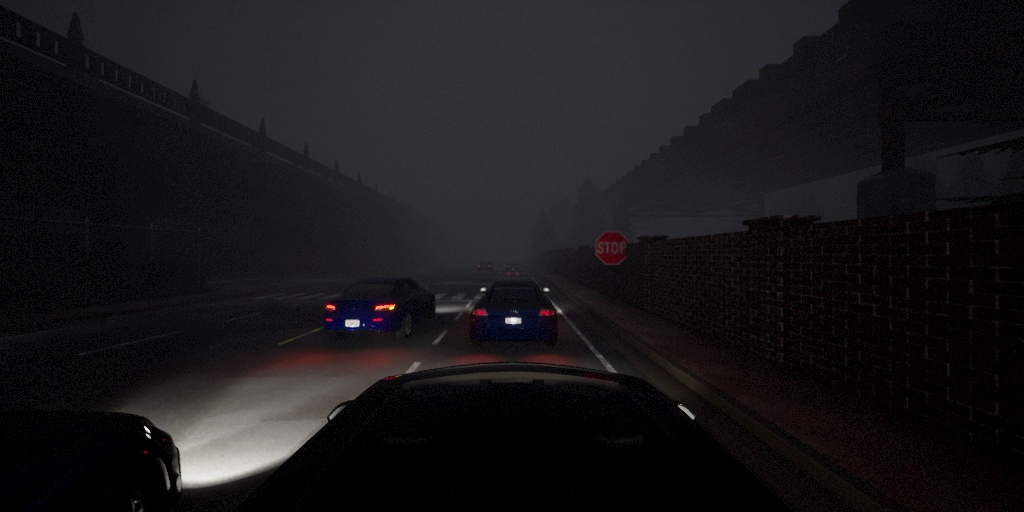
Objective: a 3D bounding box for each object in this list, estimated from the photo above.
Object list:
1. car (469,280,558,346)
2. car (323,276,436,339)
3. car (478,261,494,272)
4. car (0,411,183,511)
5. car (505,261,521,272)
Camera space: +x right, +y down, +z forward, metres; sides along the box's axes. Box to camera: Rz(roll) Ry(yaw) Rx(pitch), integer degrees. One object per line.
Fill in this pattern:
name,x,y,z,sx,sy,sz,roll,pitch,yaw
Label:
car,0.070,1.311,9.429,1.994,1.385,4.181,0,0,1
car,-3.412,1.273,9.952,1.812,1.442,4.674,0,0,0
car,-3.388,1.283,46.013,2.033,1.411,5.357,0,0,-1
car,-3.399,1.314,0.856,1.994,1.385,4.181,0,0,0
car,0.106,1.336,46.217,1.895,1.301,4.718,0,0,-1
